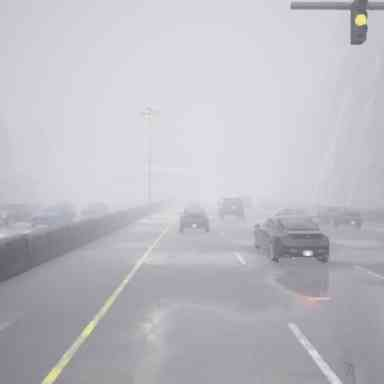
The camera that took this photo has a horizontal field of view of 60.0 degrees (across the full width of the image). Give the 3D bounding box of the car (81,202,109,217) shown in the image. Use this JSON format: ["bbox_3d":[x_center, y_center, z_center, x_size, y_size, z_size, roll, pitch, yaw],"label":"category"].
[{"bbox_3d":[-10.347,1.818,35.776,1.882,1.535,5.008,0,0,0],"label":"car"}]

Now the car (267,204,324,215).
[{"bbox_3d":[7.163,1.821,23.627,2.033,1.411,5.357,0,-1,0],"label":"car"}]

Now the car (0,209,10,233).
[{"bbox_3d":[-10.500,1.711,14.944,1.812,1.442,4.674,0,-1,0],"label":"car"}]

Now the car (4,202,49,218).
[{"bbox_3d":[-17.351,1.887,35.224,2.033,1.411,5.357,0,0,0],"label":"car"}]

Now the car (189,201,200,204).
[{"bbox_3d":[0.326,1.898,45.493,2.033,1.411,5.357,0,0,0],"label":"car"}]

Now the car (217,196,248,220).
[{"bbox_3d":[3.726,1.549,32.353,2.150,2.045,5.566,0,0,0],"label":"car"}]

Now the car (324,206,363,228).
[{"bbox_3d":[10.671,1.785,24.441,1.837,1.490,4.892,0,0,0],"label":"car"}]

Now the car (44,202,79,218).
[{"bbox_3d":[-13.848,1.845,35.607,1.837,1.490,4.892,0,0,0],"label":"car"}]

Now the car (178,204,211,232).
[{"bbox_3d":[0.155,1.765,22.155,1.837,1.490,4.892,0,0,0],"label":"car"}]

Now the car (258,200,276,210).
[{"bbox_3d":[10.841,1.895,47.425,2.033,1.411,5.357,0,0,0],"label":"car"}]

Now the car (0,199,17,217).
[{"bbox_3d":[-20.850,1.693,35.412,2.097,1.767,4.553,0,0,0],"label":"car"}]

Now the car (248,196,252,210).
[{"bbox_3d":[7.350,1.569,48.650,2.150,2.045,5.566,0,0,0],"label":"car"}]

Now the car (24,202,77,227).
[{"bbox_3d":[-10.425,1.766,25.346,1.882,1.535,5.008,0,0,0],"label":"car"}]

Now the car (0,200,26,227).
[{"bbox_3d":[-13.926,1.640,25.211,2.097,1.767,4.553,0,0,0],"label":"car"}]

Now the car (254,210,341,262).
[{"bbox_3d":[3.605,1.666,12.740,1.837,1.490,4.892,0,0,0],"label":"car"}]
